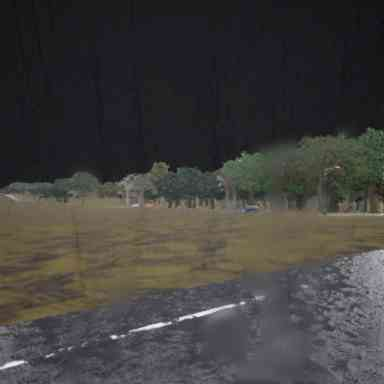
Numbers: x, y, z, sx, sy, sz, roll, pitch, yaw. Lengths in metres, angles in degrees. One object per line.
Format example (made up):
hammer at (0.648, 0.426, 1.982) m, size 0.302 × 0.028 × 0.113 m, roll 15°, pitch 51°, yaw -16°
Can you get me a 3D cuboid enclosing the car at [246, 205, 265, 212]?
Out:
car at (13.499, 3.596, 71.336) m, size 1.812 × 1.442 × 4.674 m, roll 1°, pitch -3°, yaw -33°
